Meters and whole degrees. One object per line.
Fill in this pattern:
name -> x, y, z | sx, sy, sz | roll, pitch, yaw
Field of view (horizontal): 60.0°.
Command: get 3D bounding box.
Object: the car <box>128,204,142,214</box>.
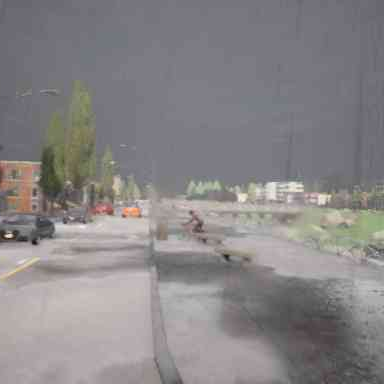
car -> -8.772, 2.568, 51.386 | 1.812, 1.442, 4.674 | 2, -2, -7

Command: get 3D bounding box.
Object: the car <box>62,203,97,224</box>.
car -> -9.966, 1.983, 29.232 | 1.837, 1.490, 4.892 | 2, -1, -8

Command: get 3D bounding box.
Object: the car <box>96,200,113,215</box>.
car -> -11.968, 2.055, 45.079 | 2.150, 2.045, 5.566 | 2, -1, -8

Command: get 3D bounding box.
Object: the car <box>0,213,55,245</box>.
car -> -8.298, 1.777, 16.595 | 1.994, 1.385, 4.181 | 2, -1, -8

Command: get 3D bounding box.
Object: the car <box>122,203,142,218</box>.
car -> -7.308, 2.171, 40.701 | 2.097, 1.767, 4.553 | 2, -1, -7

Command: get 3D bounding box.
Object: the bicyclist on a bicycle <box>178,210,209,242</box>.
bicyclist on a bicycle -> 0.088, 1.780, 17.259 | 1.656, 1.620, 0.582 | 1, -1, -8
